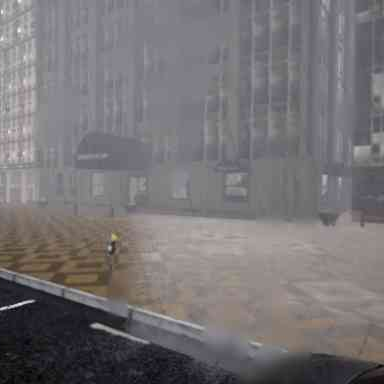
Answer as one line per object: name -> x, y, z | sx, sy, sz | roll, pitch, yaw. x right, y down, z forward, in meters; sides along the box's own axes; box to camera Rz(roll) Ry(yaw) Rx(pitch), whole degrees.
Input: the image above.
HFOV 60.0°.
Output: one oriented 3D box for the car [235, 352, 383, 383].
car -> 1.986, 1.572, 1.448 | 4.313, 1.339, 1.947 | 0, 1, 36
